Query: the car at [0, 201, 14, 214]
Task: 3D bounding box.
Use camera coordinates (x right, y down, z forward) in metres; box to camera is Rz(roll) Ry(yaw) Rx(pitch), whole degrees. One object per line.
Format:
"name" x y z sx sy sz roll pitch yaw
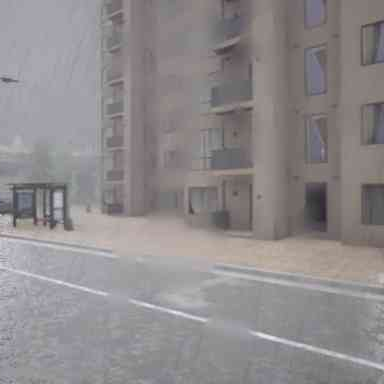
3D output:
"car" -18.799 1.644 33.972 2.033 1.411 5.357 0 0 39
